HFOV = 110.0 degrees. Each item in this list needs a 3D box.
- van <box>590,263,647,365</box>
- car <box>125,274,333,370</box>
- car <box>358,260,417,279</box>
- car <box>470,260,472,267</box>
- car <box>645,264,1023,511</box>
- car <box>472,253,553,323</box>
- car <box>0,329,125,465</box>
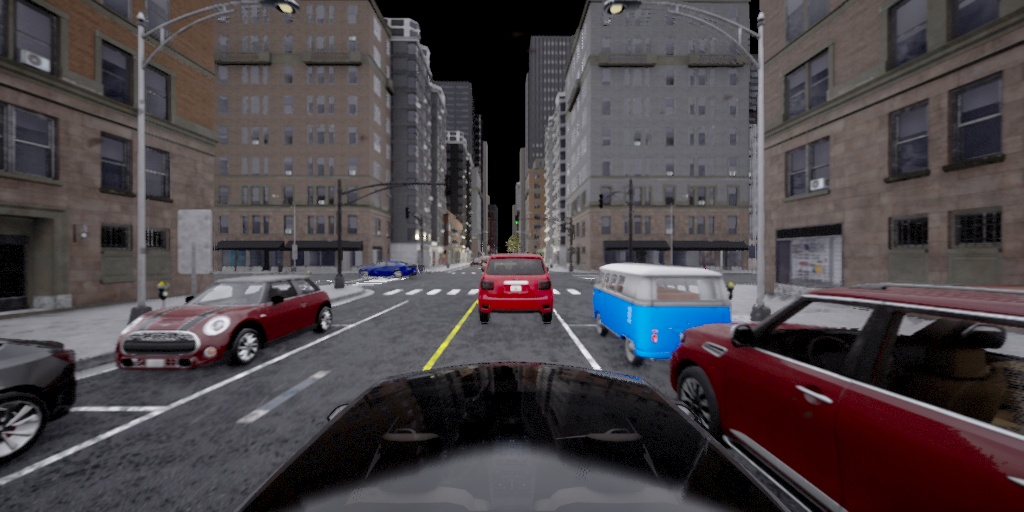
[{"bbox_3d":[2.859,1.069,7.694,1.690,1.789,3.998,0,0,0],"label":"van"},{"bbox_3d":[-5.667,1.168,7.690,1.967,1.591,4.097,0,0,0],"label":"car"},{"bbox_3d":[-10.691,1.134,30.813,5.008,1.535,1.882,0,-1,10],"label":"car"},{"bbox_3d":[-6.186,1.007,62.713,1.967,1.591,4.097,0,0,-1],"label":"car"},{"bbox_3d":[2.858,1.063,2.170,2.192,1.841,5.009,0,0,0],"label":"car"},{"bbox_3d":[0.107,0.935,12.157,2.150,2.045,5.566,0,0,0],"label":"car"},{"bbox_3d":[-5.668,1.314,2.165,1.948,1.339,4.313,0,0,0],"label":"car"}]
